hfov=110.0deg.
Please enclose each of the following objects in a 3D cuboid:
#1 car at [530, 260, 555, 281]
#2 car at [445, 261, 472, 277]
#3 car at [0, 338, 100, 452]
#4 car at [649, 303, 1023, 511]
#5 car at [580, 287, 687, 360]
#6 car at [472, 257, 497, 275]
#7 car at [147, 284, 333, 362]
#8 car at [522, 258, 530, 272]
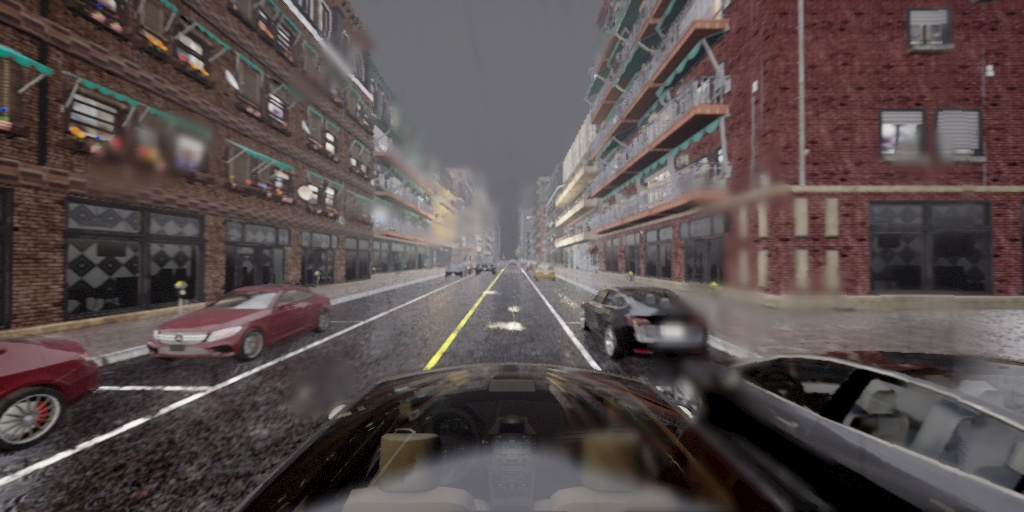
[{"bbox_3d":[2.751,1.359,31.034,1.751,1.417,4.829,0,0,0],"label":"car"},{"bbox_3d":[-5.617,1.408,36.548,1.948,1.339,4.313,0,0,0],"label":"car"},{"bbox_3d":[-5.800,1.327,2.564,1.802,1.307,4.207,0,0,0],"label":"car"},{"bbox_3d":[2.798,1.321,2.545,1.948,1.339,4.313,0,0,0],"label":"car"},{"bbox_3d":[2.748,1.335,8.208,1.948,1.339,4.313,0,0,0],"label":"car"},{"bbox_3d":[-2.920,1.080,41.243,2.150,2.045,5.566,0,0,0],"label":"car"},{"bbox_3d":[-5.726,1.341,8.228,1.802,1.307,4.207,0,0,0],"label":"car"},{"bbox_3d":[2.788,1.333,47.856,1.967,1.591,4.097,0,0,0],"label":"car"}]
